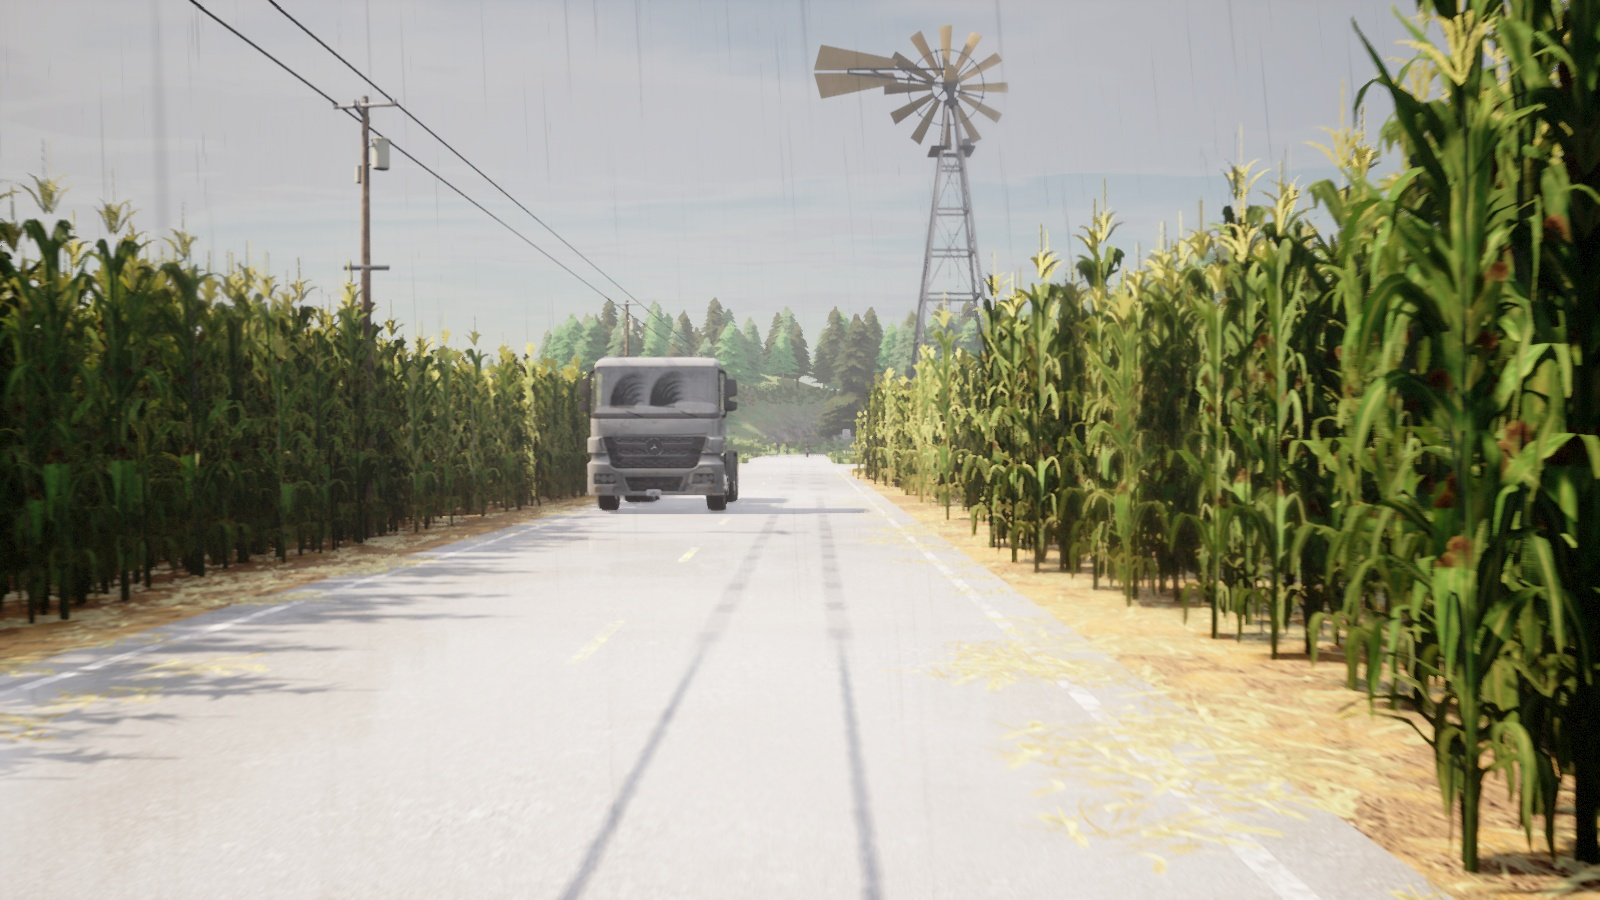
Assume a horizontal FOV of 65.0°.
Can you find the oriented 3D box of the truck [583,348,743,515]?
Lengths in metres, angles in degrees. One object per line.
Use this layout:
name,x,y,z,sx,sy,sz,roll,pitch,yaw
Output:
truck,-3.011,-0.406,29.897,2.891,3.462,7.936,0,0,0
